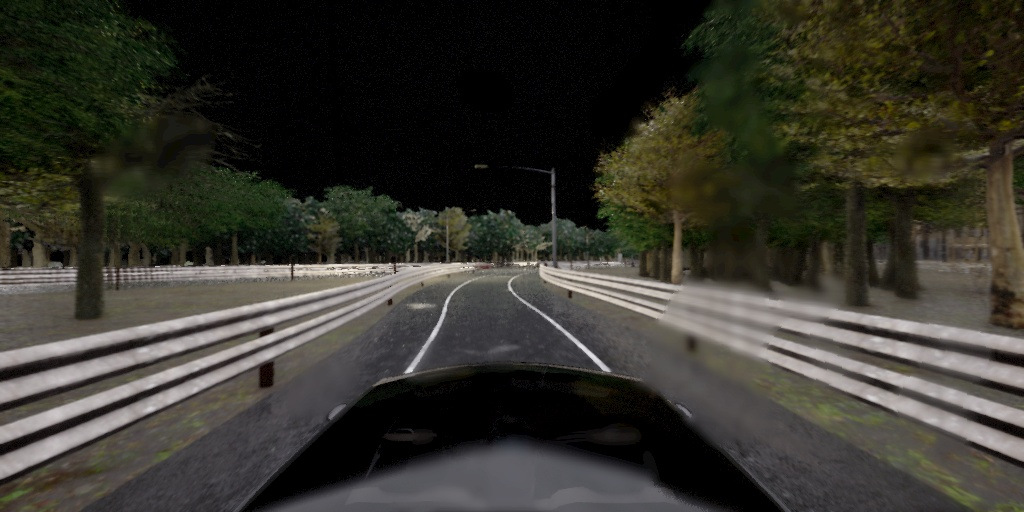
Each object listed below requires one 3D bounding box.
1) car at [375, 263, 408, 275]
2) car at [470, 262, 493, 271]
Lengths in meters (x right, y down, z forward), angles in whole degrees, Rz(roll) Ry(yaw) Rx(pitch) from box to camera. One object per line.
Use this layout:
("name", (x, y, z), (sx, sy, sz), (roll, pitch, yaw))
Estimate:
("car", (-14.840, 1.581, 44.560), (1.994, 1.385, 4.181), (-1, -1, 38))
("car", (-5.019, 1.627, 57.192), (1.812, 1.442, 4.674), (-1, -1, 38))
